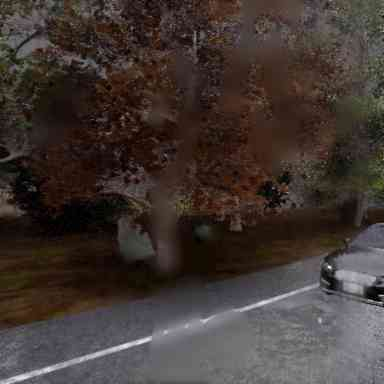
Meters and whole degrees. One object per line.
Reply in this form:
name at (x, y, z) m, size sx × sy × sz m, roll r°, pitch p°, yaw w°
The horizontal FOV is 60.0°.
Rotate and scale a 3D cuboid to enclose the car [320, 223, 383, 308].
car at (4.823, 1.489, 7.672) m, size 4.902 × 1.511 × 2.128 m, roll 0°, pitch 0°, yaw -40°
